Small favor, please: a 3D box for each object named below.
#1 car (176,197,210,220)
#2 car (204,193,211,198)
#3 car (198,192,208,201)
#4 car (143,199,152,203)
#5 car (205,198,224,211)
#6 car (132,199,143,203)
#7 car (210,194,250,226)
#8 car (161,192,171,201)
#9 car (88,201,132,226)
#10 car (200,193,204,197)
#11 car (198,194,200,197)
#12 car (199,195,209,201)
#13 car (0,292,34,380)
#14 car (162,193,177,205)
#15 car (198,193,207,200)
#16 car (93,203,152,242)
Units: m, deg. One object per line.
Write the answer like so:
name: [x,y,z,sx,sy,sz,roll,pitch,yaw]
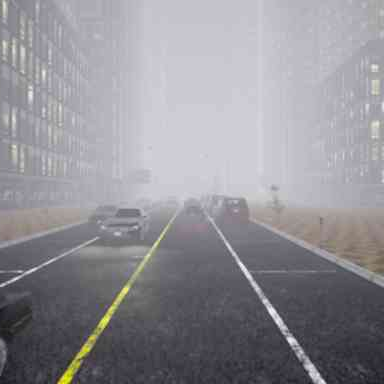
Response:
car: [0.056,1.399,26.730,2.128,1.511,4.902,0,0,0]
car: [2.667,1.196,33.904,2.192,1.841,5.009,0,0,0]
car: [2.631,1.035,78.218,2.192,1.841,5.009,0,0,0]
car: [-5.718,1.444,39.437,1.802,1.307,4.206,0,0,0]
car: [2.662,1.427,39.445,1.947,1.339,4.313,0,0,0]
car: [-5.709,1.452,28.357,2.008,1.369,4.403,0,0,0]
car: [2.677,1.235,22.825,2.192,1.841,5.009,0,0,0]
car: [-5.746,1.324,72.673,1.802,1.307,4.206,0,0,0]
car: [-5.705,1.487,22.819,1.947,1.339,4.313,0,0,0]
car: [2.659,1.156,44.983,2.192,1.841,5.009,0,0,0]
car: [0.049,1.366,45.150,1.812,1.442,4.674,0,0,0]
car: [2.635,1.307,72.680,1.947,1.339,4.313,0,0,0]
car: [-3.104,1.593,2.329,1.895,1.301,4.718,0,0,0]
car: [-3.108,1.361,52.786,2.033,1.411,5.357,0,0,0]
car: [2.626,1.140,83.758,1.967,1.590,4.097,0,0,0]
car: [-3.092,1.470,16.185,1.812,1.442,4.674,0,0,0]
